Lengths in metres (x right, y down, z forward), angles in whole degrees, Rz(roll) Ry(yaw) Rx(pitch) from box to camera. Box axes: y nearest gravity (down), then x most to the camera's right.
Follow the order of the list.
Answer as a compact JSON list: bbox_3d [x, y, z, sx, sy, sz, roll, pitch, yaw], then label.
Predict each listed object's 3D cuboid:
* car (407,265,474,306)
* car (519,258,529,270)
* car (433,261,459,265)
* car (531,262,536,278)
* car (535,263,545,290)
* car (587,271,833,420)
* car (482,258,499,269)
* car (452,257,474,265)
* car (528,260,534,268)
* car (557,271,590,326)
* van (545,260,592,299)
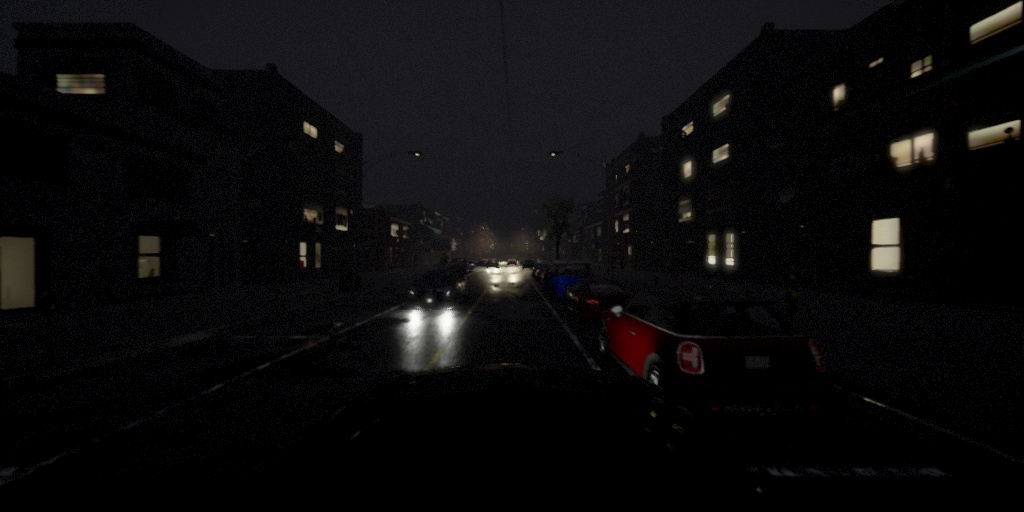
[{"bbox_3d":[-3.095,1.295,16.112,2.033,1.411,5.357,0,0,0],"label":"car"},{"bbox_3d":[2.372,1.244,51.532,1.837,1.490,4.892,0,0,0],"label":"car"},{"bbox_3d":[-5.677,1.295,28.060,2.007,1.370,4.403,0,0,0],"label":"car"},{"bbox_3d":[2.703,1.327,28.060,1.802,1.307,4.207,0,0,0],"label":"car"},{"bbox_3d":[2.702,1.291,22.511,1.888,1.381,4.507,0,0,0],"label":"car"},{"bbox_3d":[2.696,1.189,5.866,1.967,1.591,4.097,0,0,0],"label":"car"},{"bbox_3d":[-3.039,1.230,56.722,2.128,1.511,4.902,0,0,1],"label":"car"},{"bbox_3d":[-5.673,1.057,39.157,2.192,1.841,5.009,0,0,0],"label":"car"},{"bbox_3d":[2.705,1.326,33.608,1.802,1.307,4.207,0,0,0],"label":"car"},{"bbox_3d":[2.698,1.330,11.415,1.802,1.307,4.207,0,0,0],"label":"car"},{"bbox_3d":[2.699,1.088,16.963,1.690,1.789,3.998,0,0,0],"label":"van"}]
